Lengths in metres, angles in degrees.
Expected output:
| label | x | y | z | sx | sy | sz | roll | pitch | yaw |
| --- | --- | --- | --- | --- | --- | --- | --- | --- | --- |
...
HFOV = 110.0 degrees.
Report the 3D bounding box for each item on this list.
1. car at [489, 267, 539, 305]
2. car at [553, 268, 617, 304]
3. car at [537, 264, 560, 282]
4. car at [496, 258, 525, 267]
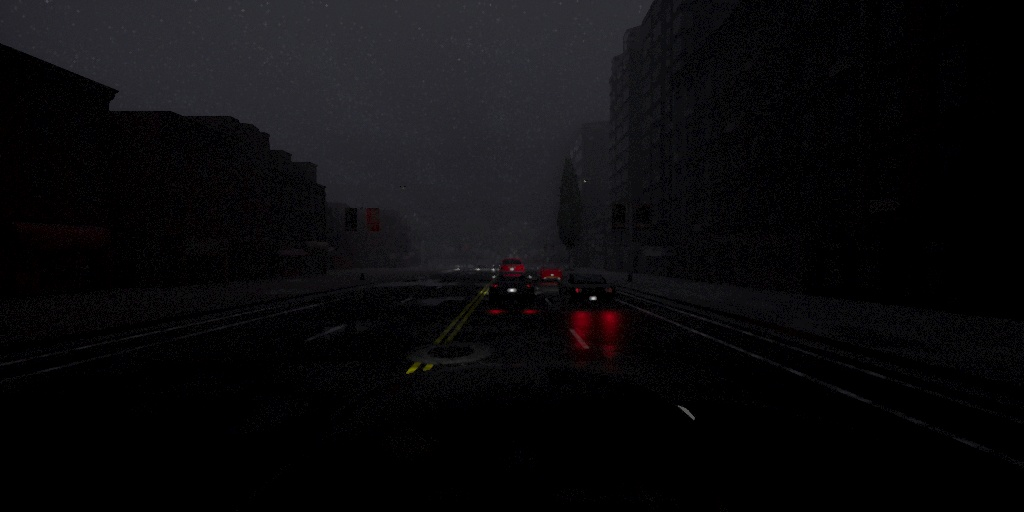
| label | x | y | z | sx | sy | sz | roll | pitch | yaw |
| --- | --- | --- | --- | --- | --- | --- | --- | --- | --- |
| car | 0.000 | 1.369 | 16.509 | 1.994 | 1.385 | 4.181 | 0 | 0 | 0 |
| car | 3.250 | 1.414 | 16.538 | 1.895 | 1.301 | 4.718 | 0 | 0 | 0 |
| car | 3.250 | 1.409 | 31.518 | 1.882 | 1.535 | 5.008 | 0 | -1 | 0 |
| car | 0.000 | 1.182 | 31.548 | 2.150 | 2.045 | 5.566 | 0 | -1 | 0 |
